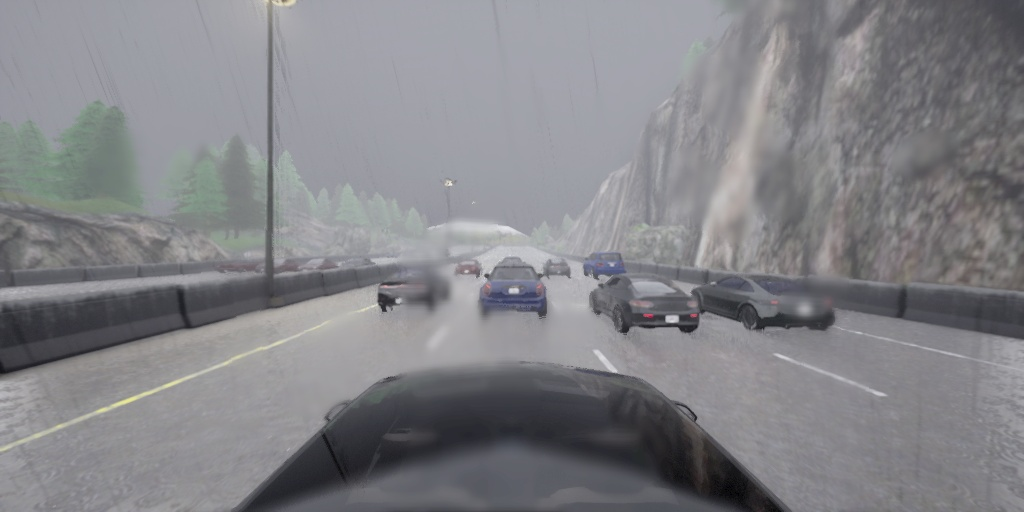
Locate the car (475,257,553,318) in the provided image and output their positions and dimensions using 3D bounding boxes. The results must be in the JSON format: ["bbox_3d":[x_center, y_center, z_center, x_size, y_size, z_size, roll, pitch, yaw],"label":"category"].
[{"bbox_3d":[0.059,1.021,12.684,2.097,1.767,4.553,0,1,0],"label":"car"}]

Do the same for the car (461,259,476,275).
[{"bbox_3d":[-3.491,0.987,29.743,1.812,1.442,4.674,0,1,0],"label":"car"}]

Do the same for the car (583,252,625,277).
[{"bbox_3d":[7.014,0.699,27.825,2.150,2.045,5.566,0,1,0],"label":"car"}]

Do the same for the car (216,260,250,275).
[{"bbox_3d":[-24.693,1.030,33.231,1.895,1.301,4.718,0,1,0],"label":"car"}]

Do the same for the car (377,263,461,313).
[{"bbox_3d":[-3.441,1.157,13.461,2.128,1.511,4.902,0,0,0],"label":"car"}]

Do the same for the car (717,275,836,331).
[{"bbox_3d":[7.062,1.243,10.667,1.994,1.385,4.181,0,1,0],"label":"car"}]

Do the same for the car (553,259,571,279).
[{"bbox_3d":[3.511,0.959,28.726,2.128,1.511,4.902,0,1,0],"label":"car"}]

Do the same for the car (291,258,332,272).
[{"bbox_3d":[-17.692,0.952,32.922,1.812,1.442,4.674,0,1,0],"label":"car"}]

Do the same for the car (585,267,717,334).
[{"bbox_3d":[3.564,1.211,10.277,1.812,1.442,4.674,0,1,0],"label":"car"}]

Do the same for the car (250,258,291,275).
[{"bbox_3d":[-21.192,0.956,32.906,1.812,1.442,4.674,0,1,0],"label":"car"}]

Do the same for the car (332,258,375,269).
[{"bbox_3d":[-14.193,0.927,32.921,1.837,1.490,4.892,0,1,0],"label":"car"}]
